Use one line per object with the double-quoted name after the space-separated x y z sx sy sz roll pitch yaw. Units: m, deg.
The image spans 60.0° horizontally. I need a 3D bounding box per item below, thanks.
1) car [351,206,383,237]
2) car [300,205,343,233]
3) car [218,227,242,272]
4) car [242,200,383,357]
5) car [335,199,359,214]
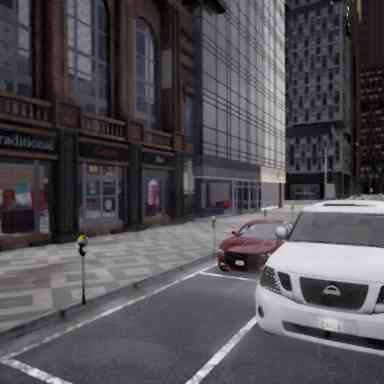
10.291 1.569 18.904 1.895 1.301 4.718 0 0 30 "car"
7.911 1.554 20.125 1.802 1.307 4.206 0 0 30 "car"
2.312 1.536 10.312 1.887 1.381 4.507 -1 0 30 "car"
3.016 1.214 6.354 2.150 2.045 5.566 0 0 30 "car"
16.309 1.499 34.846 1.947 1.339 4.313 0 0 30 "car"
